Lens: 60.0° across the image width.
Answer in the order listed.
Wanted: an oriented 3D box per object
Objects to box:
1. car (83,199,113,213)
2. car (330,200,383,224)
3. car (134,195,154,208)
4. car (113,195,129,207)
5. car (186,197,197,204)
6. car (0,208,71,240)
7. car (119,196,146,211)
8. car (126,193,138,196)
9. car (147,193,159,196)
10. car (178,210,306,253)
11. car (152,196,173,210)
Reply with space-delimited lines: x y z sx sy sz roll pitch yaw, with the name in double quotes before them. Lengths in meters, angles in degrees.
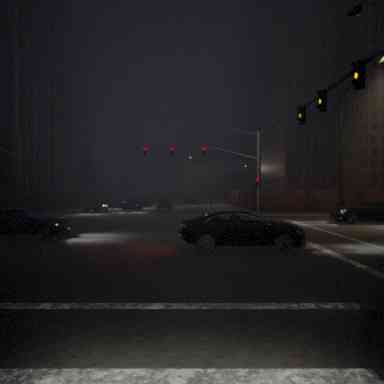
"car" -10.707 1.547 37.542 2.033 1.411 5.357 0 0 -3
"car" 12.368 1.352 23.875 4.553 1.767 2.097 0 0 0
"car" -7.185 1.525 49.629 1.812 1.442 4.674 0 0 0
"car" -10.687 1.547 47.617 2.033 1.411 5.357 0 0 0
"car" -0.124 1.564 64.935 1.994 1.385 4.181 0 0 0
"car" -8.422 1.525 16.420 4.674 1.442 1.812 0 0 -1
"car" -7.156 1.526 40.535 1.812 1.442 4.674 0 0 -1
"car" -10.669 1.221 58.307 2.150 2.045 5.566 0 0 0
"car" -7.158 1.221 60.156 2.150 2.045 5.566 0 0 1
"car" 1.907 1.491 13.094 4.902 1.511 2.128 0 0 -1
"car" -3.466 1.547 42.806 2.033 1.411 5.357 0 0 0
